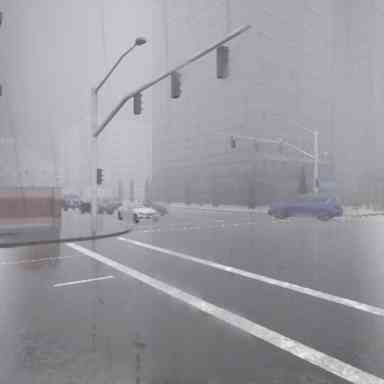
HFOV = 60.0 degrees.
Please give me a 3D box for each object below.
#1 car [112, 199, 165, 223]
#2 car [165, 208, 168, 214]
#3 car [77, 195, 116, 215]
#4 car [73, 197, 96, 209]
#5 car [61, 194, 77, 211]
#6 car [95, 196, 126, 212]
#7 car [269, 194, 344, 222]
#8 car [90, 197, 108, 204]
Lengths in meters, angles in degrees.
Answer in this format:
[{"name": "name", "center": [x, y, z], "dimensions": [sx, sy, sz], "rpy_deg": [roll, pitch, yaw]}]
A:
[{"name": "car", "center": [-4.292, 1.525, 25.899], "dimensions": [1.812, 1.442, 4.674], "rpy_deg": [0, 0, -36]}, {"name": "car", "center": [-4.404, 1.547, 32.061], "dimensions": [2.033, 1.411, 5.357], "rpy_deg": [0, 0, -36]}, {"name": "car", "center": [-9.521, 1.351, 33.195], "dimensions": [2.097, 1.767, 4.553], "rpy_deg": [0, 0, -36]}, {"name": "car", "center": [-15.419, 1.525, 47.450], "dimensions": [1.812, 1.442, 4.674], "rpy_deg": [0, 0, -35]}, {"name": "car", "center": [-15.121, 1.221, 41.007], "dimensions": [2.150, 2.045, 5.566], "rpy_deg": [0, 0, -36]}, {"name": "car", "center": [-9.786, 1.351, 39.571], "dimensions": [2.097, 1.767, 4.553], "rpy_deg": [0, 0, -36]}, {"name": "car", "center": [8.928, 1.220, 26.193], "dimensions": [5.566, 2.045, 2.150], "rpy_deg": [0, 1, 31]}, {"name": "car", "center": [-17.641, 1.600, 62.876], "dimensions": [1.895, 1.301, 4.718], "rpy_deg": [0, 0, -36]}]
